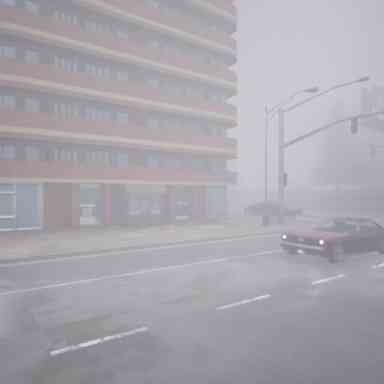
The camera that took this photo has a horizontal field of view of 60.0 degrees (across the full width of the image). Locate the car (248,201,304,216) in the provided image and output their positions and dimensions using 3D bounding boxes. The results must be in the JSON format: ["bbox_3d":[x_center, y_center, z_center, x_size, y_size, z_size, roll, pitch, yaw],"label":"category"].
[{"bbox_3d":[7.642,1.548,30.864,2.033,1.411,5.357,0,0,-35],"label":"car"}]

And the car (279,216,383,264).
[{"bbox_3d":[5.333,1.601,11.881,4.718,1.301,1.895,0,0,-33],"label":"car"}]
